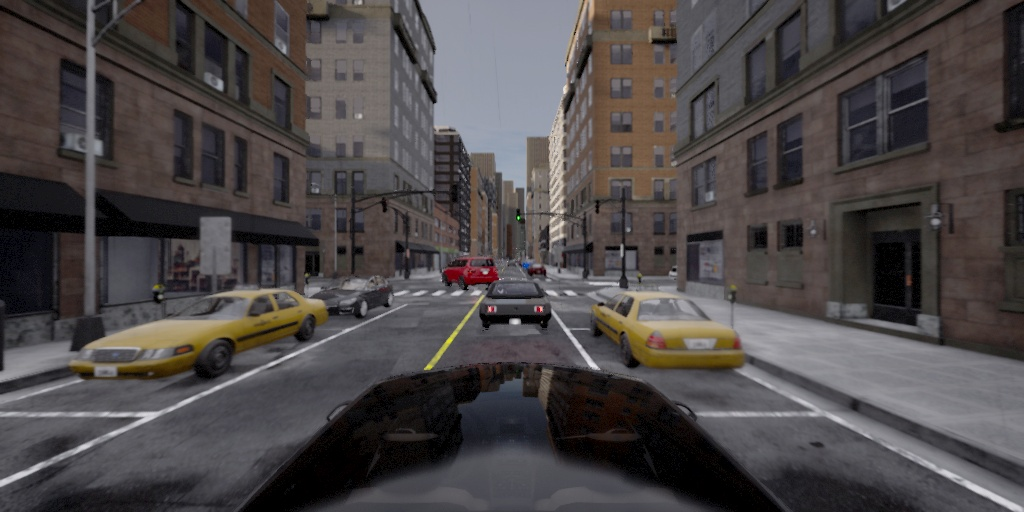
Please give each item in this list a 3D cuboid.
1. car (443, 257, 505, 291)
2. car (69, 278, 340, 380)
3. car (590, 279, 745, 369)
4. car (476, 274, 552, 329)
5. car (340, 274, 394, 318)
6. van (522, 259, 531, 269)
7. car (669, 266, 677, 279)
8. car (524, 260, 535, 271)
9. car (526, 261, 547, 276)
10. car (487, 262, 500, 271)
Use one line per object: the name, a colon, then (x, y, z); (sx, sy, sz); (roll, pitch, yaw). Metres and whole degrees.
car: (-2.853, 1.107, 23.745); (2.150, 2.045, 5.566); (0, 0, -28)
car: (-5.670, 1.310, 7.412); (1.751, 1.417, 4.829); (0, 0, 0)
car: (2.856, 1.311, 7.754); (1.751, 1.417, 4.829); (0, 0, 0)
car: (0.090, 1.410, 11.429); (1.895, 1.301, 4.718); (0, 0, 0)
car: (-5.671, 1.369, 13.107); (2.007, 1.370, 4.403); (0, 0, 0)
van: (2.840, 1.438, 56.386); (1.690, 1.789, 3.998); (0, 0, 0)
car: (15.405, 1.069, 28.289); (5.566, 2.045, 2.150); (0, 0, -2)
car: (2.844, 1.591, 45.384); (1.948, 1.339, 4.313); (0, 0, 0)
car: (2.846, 1.535, 39.882); (1.888, 1.381, 4.507); (0, 0, 0)
car: (-3.080, 1.719, 59.735); (1.895, 1.301, 4.718); (0, 0, 0)
